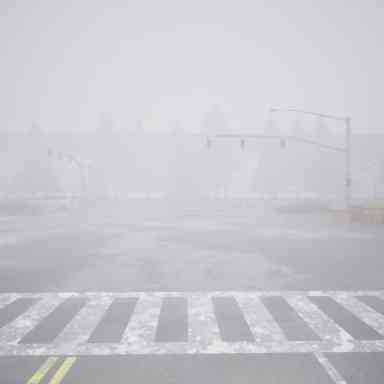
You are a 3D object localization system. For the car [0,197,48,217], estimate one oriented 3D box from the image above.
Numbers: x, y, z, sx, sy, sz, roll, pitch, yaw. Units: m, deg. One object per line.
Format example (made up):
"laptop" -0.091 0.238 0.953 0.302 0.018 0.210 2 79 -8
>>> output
"car" -16.582 1.476 31.062 5.008 1.535 1.882 0 0 -2

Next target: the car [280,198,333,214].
"car" 12.170 1.477 35.440 5.008 1.535 1.882 0 0 -2

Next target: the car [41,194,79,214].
"car" -14.665 1.223 34.621 5.566 2.045 2.150 0 0 -2

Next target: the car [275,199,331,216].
"car" 10.472 1.477 31.887 5.008 1.535 1.882 0 0 -2
